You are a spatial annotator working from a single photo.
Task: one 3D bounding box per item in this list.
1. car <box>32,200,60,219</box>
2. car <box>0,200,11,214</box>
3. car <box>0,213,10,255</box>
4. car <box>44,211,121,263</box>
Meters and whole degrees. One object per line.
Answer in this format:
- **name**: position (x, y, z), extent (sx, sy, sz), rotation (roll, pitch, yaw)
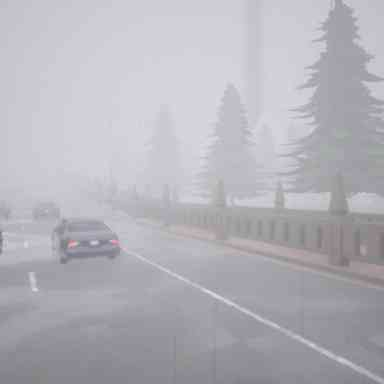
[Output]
- **car**: position (-12.200, 1.369, 27.673), extent (1.994, 1.385, 4.181), rotation (0, 3, -27)
- **car**: position (-15.491, 1.317, 26.421), extent (1.812, 1.442, 4.674), rotation (0, 3, -27)
- **car**: position (-7.270, 1.650, 10.870), extent (2.033, 1.411, 5.357), rotation (0, 0, -27)
- **car**: position (-4.161, 1.640, 12.476), extent (2.033, 1.411, 5.357), rotation (0, 0, -27)
